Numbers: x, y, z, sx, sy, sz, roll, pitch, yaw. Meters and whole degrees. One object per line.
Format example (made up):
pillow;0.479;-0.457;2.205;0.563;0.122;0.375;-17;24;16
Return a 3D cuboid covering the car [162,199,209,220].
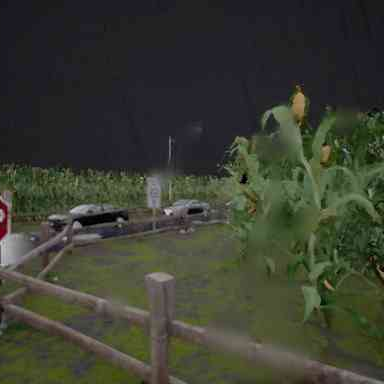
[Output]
car;-0.437;1.379;27.340;2.128;1.511;4.902;0;1;36

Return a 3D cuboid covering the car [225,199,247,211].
car;5.371;1.177;35.473;2.097;1.767;4.553;0;0;36

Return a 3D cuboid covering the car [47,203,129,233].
car;-5.976;1.429;19.588;1.882;1.535;5.008;0;1;35
